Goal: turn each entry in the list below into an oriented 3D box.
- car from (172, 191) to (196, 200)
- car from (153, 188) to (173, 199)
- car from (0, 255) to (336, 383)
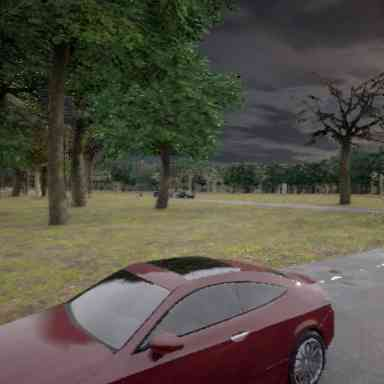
[{"bbox_3d":[-1.172,0.630,62.438,1.837,1.490,4.892,2,-1,-35],"label":"car"},{"bbox_3d":[-5.870,0.194,68.918,2.150,2.045,5.566,2,-1,-36],"label":"car"},{"bbox_3d":[-0.269,1.525,3.677,4.674,1.442,1.812,0,0,-35],"label":"car"}]
